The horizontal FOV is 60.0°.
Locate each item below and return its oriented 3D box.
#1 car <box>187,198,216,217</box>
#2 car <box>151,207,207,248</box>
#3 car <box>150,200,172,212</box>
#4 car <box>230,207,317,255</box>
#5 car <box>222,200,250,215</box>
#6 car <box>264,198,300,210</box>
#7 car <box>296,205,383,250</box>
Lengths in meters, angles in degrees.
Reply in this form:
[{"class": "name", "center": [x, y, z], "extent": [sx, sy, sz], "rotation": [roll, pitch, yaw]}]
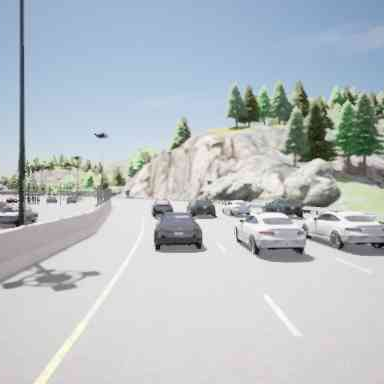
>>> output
[{"class": "car", "center": [0.776, 1.368, 30.953], "extent": [2.097, 1.767, 4.553], "rotation": [0, 0, -9]}, {"class": "car", "center": [-0.666, 1.574, 14.805], "extent": [1.994, 1.385, 4.181], "rotation": [0, 0, -4]}, {"class": "car", "center": [-2.915, 1.516, 31.762], "extent": [2.128, 1.511, 4.902], "rotation": [0, 0, -10]}, {"class": "car", "center": [2.972, 1.527, 13.304], "extent": [1.812, 1.442, 4.674], "rotation": [0, 0, -4]}, {"class": "car", "center": [4.202, 1.534, 31.727], "extent": [1.812, 1.442, 4.674], "rotation": [0, 0, -9]}, {"class": "car", "center": [8.048, 1.351, 29.781], "extent": [2.097, 1.767, 4.553], "rotation": [0, 0, -9]}, {"class": "car", "center": [6.394, 1.520, 14.326], "extent": [1.812, 1.442, 4.674], "rotation": [0, 0, -4]}]
